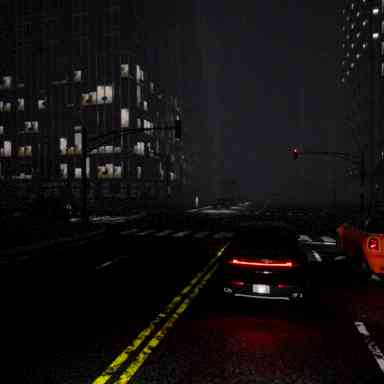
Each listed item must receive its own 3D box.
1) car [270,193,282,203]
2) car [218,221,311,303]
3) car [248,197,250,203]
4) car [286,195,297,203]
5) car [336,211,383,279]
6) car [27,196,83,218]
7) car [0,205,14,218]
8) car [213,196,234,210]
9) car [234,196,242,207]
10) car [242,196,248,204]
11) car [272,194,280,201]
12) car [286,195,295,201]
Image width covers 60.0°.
[{"bbox_3d":[17.758,1.159,70.273,2.150,2.045,5.566,0,0,14],"label":"car"},{"bbox_3d":[1.855,1.501,8.355,1.837,1.490,4.892,0,0,14],"label":"car"},{"bbox_3d":[11.105,1.498,70.504,1.994,1.385,4.181,0,0,14],"label":"car"},{"bbox_3d":[20.926,1.465,69.523,2.128,1.511,4.902,0,0,14],"label":"car"},{"bbox_3d":[5.725,1.347,9.958,2.097,1.767,4.553,0,0,14],"label":"car"},{"bbox_3d":[-11.761,1.216,28.657,4.553,1.767,2.097,1,1,15],"label":"car"},{"bbox_3d":[-16.764,1.434,27.217,4.313,1.339,1.947,1,1,16],"label":"car"},{"bbox_3d":[3.912,1.502,42.875,1.812,1.442,4.674,0,0,14],"label":"car"},{"bbox_3d":[6.216,1.472,51.853,1.837,1.490,4.892,0,0,14],"label":"car"},{"bbox_3d":[8.552,1.483,60.847,1.812,1.442,4.674,0,0,15],"label":"car"},{"bbox_3d":[20.342,1.238,80.334,1.882,1.535,5.008,0,0,14],"label":"car"},{"bbox_3d":[23.490,1.467,79.524,2.033,1.411,5.357,0,0,14],"label":"car"}]
